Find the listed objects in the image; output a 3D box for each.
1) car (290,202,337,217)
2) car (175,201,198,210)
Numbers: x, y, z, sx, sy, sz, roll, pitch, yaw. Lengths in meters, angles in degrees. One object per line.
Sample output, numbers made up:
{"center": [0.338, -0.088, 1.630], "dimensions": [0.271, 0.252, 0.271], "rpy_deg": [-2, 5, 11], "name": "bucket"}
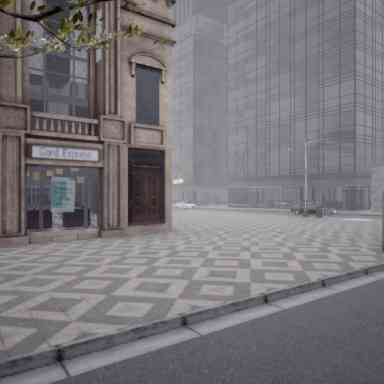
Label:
{"center": [12.520, 1.800, 34.425], "dimensions": [2.128, 1.511, 4.902], "rpy_deg": [0, -1, -36], "name": "car"}
{"center": [-0.980, 2.190, 53.100], "dimensions": [1.812, 1.442, 4.674], "rpy_deg": [0, -1, -35], "name": "car"}
